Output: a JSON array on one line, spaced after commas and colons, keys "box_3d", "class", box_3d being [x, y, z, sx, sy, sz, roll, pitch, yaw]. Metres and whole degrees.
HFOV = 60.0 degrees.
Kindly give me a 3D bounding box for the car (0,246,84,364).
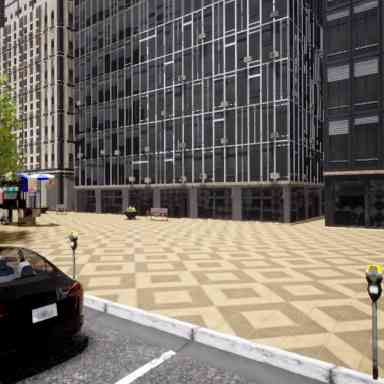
[{"box_3d": [-3.553, 1.566, 5.418, 4.313, 1.339, 1.947, 0, 0, 36], "class": "car"}]
